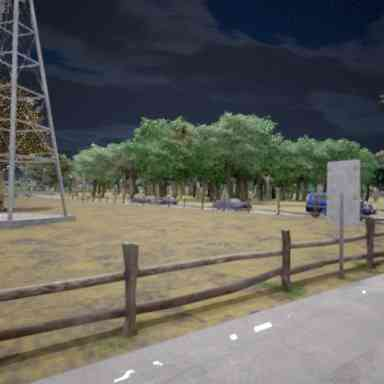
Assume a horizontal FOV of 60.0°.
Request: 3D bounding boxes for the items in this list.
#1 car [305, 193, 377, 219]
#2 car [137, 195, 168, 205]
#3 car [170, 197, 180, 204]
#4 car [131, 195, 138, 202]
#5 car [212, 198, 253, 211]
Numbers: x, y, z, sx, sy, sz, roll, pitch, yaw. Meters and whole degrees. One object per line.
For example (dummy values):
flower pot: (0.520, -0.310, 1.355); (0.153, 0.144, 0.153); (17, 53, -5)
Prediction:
car: (12.138, 1.103, 27.544); (2.150, 2.045, 5.566); (1, -1, -35)
car: (-6.343, 1.359, 53.458); (2.128, 1.511, 4.902); (1, -1, -35)
car: (-4.120, 1.474, 55.230); (2.033, 1.411, 5.357); (1, -1, -35)
car: (-9.989, 1.399, 63.334); (2.128, 1.511, 4.902); (1, -1, -36)
car: (4.568, 1.424, 38.130); (2.033, 1.411, 5.357); (1, -1, -36)
